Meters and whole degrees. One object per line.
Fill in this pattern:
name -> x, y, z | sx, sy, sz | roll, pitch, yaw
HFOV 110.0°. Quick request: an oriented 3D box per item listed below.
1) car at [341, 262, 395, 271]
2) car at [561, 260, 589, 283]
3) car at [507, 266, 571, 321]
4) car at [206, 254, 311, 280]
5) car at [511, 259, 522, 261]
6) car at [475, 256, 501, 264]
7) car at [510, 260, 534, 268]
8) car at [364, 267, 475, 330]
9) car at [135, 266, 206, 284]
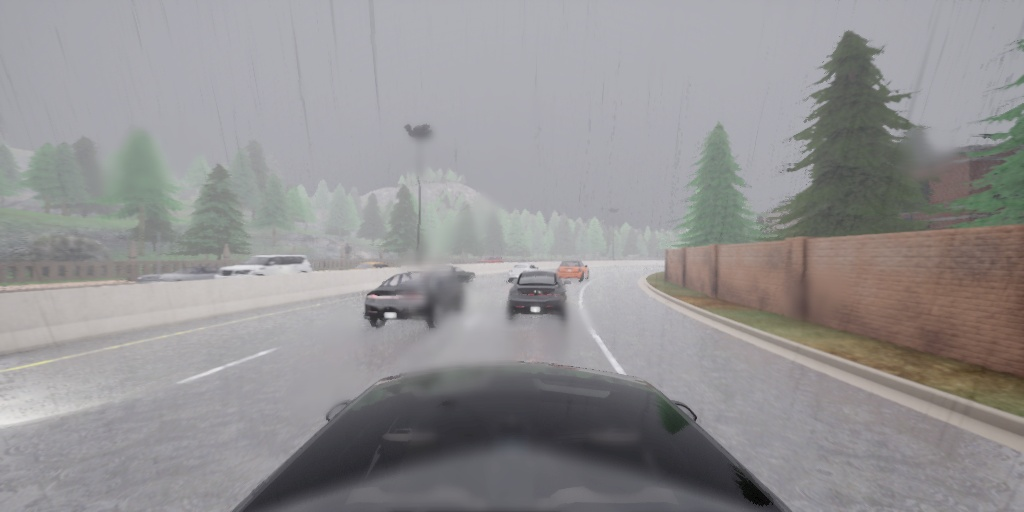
car -> -10.657, 1.194, 26.648 | 1.882, 1.535, 5.008 | 0, 0, 15
car -> 5.160, 1.146, 29.912 | 2.097, 1.767, 4.553 | 0, 0, 19
car -> 0.987, 1.267, 12.540 | 1.837, 1.490, 4.892 | 0, 0, 7
car -> -15.252, 0.913, 22.480 | 2.150, 2.045, 5.566 | 0, 0, 12
car -> 0.706, 1.302, 60.198 | 1.837, 1.490, 4.892 | 0, 0, 35
car -> -3.919, 0.991, 59.516 | 2.150, 2.045, 5.566 | 0, 0, 32
car -> 1.046, 1.299, 28.763 | 1.812, 1.442, 4.674 | 0, 0, 17
car -> -2.716, 1.235, 11.127 | 2.128, 1.511, 4.902 | 0, 0, 6
car -> -19.041, 1.273, 21.378 | 1.895, 1.301, 4.718 | 0, 0, 11
